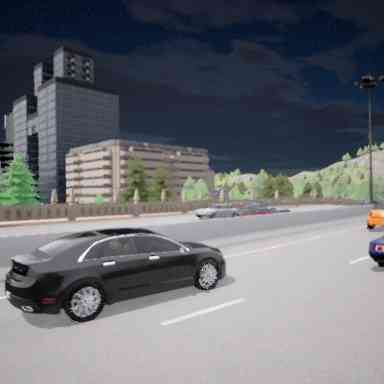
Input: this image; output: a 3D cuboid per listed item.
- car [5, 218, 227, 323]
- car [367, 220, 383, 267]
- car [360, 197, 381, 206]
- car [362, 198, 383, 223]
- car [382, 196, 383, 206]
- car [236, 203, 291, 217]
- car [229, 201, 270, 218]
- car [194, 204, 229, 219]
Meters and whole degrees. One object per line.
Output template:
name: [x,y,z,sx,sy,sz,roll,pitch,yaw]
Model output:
car: [-1.346,1.554,7.409,4.892,1.490,1.837,0,0,-39]
car: [7.249,1.578,10.243,4.718,1.301,1.895,0,0,-43]
car: [32.239,1.770,60.025,4.902,1.511,2.128,2,-2,-45]
car: [12.375,1.333,20.168,4.553,1.767,2.097,0,0,-45]
car: [34.760,1.566,57.604,4.553,1.767,2.097,3,-3,-45]
car: [5.490,1.669,23.414,1.895,1.301,4.718,-1,0,45]
car: [5.644,1.600,28.523,1.837,1.490,4.892,-1,0,45]
car: [2.397,1.739,30.224,1.895,1.301,4.718,-1,0,45]
